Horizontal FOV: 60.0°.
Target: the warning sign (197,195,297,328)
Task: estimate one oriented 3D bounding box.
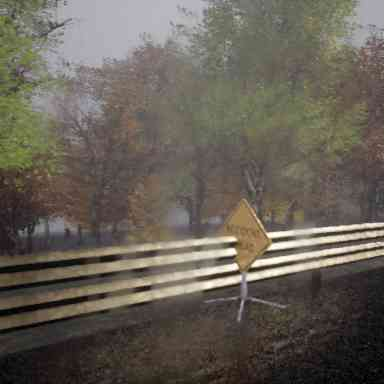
[{"bbox_3d":[0.905,1.037,5.714,1.060,1.860,1.300,-2,4,-33],"label":"warning sign"}]
